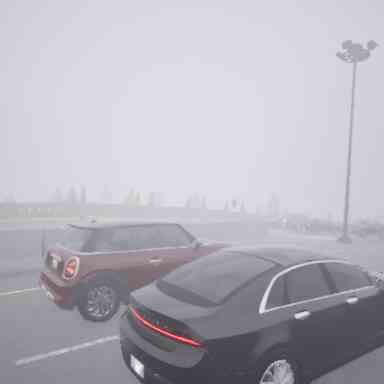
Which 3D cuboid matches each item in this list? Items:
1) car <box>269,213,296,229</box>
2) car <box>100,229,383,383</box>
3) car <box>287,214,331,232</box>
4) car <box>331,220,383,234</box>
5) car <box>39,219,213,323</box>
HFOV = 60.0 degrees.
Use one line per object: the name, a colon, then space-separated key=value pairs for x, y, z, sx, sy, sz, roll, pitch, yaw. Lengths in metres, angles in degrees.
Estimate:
car: x=9.670 y=2.832 z=32.375 sx=4.553 sy=1.767 sz=2.097 roll=8 pitch=-4 yaw=-35
car: x=1.427 y=1.538 z=4.766 sx=4.892 sy=1.490 sz=1.837 roll=1 pitch=-1 yaw=-36
car: x=10.837 y=2.970 z=28.914 sx=4.718 sy=1.301 sz=1.895 roll=7 pitch=-4 yaw=-35
car: x=13.758 y=2.976 z=26.695 sx=4.902 sy=1.511 sz=2.128 roll=8 pitch=-4 yaw=-35
car: x=-0.827 y=1.383 z=7.457 sx=4.553 sy=1.767 sz=2.097 roll=1 pitch=-1 yaw=-36
